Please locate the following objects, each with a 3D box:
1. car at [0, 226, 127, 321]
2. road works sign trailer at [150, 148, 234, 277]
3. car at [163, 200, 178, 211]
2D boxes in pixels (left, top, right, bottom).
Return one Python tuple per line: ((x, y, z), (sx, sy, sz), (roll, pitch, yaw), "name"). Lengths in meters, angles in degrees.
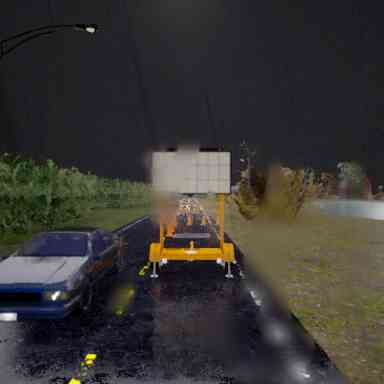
((-2.852, 1.552, 7.821), (2.033, 1.411, 5.357), (0, 0, 0), "car")
((-0.004, 0.471, 10.218), (2.380, 3.560, 2.880), (0, 0, 0), "road works sign trailer")
((-2.763, 1.656, 40.979), (1.895, 1.301, 4.718), (0, 0, 0), "car")
